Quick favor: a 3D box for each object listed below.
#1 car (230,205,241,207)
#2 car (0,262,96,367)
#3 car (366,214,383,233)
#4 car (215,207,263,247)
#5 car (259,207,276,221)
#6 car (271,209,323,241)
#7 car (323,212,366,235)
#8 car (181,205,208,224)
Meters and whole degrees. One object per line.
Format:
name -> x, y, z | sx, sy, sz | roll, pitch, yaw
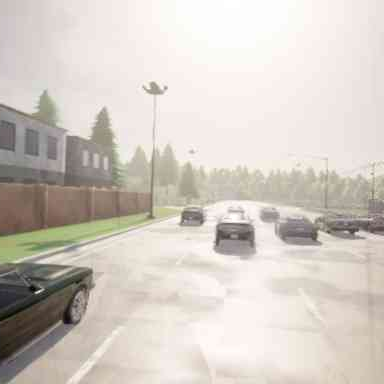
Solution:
car -> 4.626, 2.135, 35.338 | 2.033, 1.411, 5.357 | 2, -1, 8
car -> -3.008, 1.562, 4.292 | 1.895, 1.301, 4.718 | 2, -1, 8
car -> 13.867, 2.313, 25.166 | 1.994, 1.385, 4.181 | 2, -1, 8
car -> 2.197, 1.774, 16.980 | 2.128, 1.511, 4.902 | 2, -1, 8
car -> 8.092, 2.238, 34.861 | 2.033, 1.411, 5.357 | 2, -1, 8
car -> 6.106, 2.004, 19.858 | 1.994, 1.385, 4.181 | 2, -1, 8
car -> 10.153, 2.163, 23.751 | 2.033, 1.411, 5.357 | 2, -1, 8
car -> 0.219, 1.872, 28.687 | 1.837, 1.490, 4.892 | 2, -1, 8
